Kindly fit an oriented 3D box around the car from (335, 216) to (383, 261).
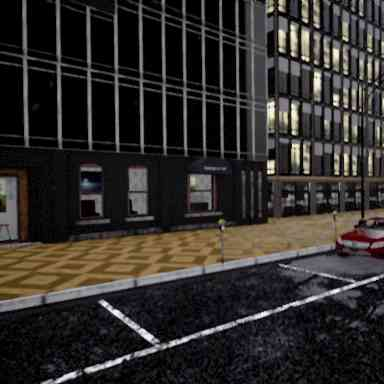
[{"bbox_3d":[6.593,1.485,11.240,4.206,1.307,1.802,-1,0,-35],"label":"car"}]
